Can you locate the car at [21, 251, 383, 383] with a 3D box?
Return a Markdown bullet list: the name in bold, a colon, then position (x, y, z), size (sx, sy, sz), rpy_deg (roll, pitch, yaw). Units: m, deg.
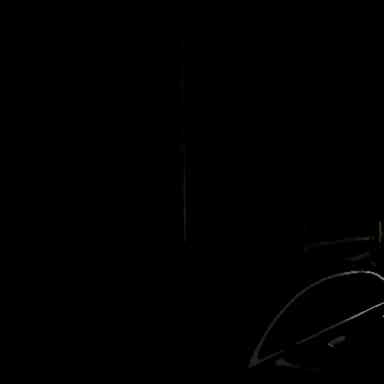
- **car**: position (0.803, 1.512, 3.645), size (4.892, 1.490, 1.837), rpy_deg (0, 0, -36)
